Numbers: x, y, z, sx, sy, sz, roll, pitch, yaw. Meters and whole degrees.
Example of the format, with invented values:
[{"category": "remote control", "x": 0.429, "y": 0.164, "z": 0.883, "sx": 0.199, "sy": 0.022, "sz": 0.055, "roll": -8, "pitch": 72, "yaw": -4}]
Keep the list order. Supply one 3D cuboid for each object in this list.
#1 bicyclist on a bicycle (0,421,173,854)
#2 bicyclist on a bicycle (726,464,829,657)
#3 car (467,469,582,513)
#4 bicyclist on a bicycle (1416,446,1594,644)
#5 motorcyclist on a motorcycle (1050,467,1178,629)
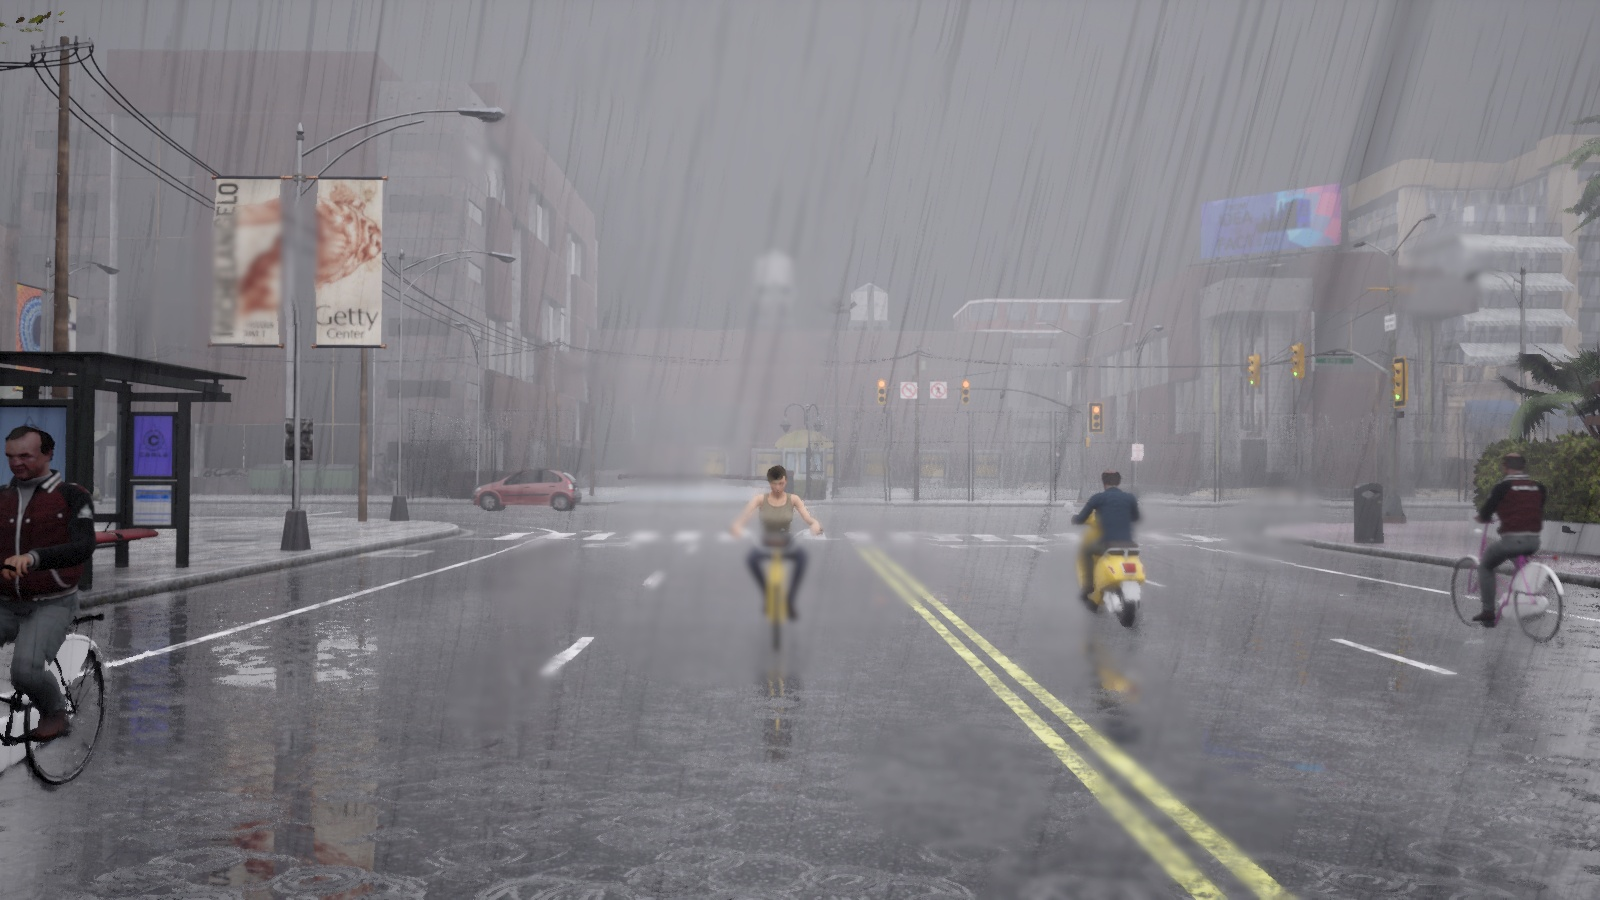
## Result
[{"category": "bicyclist on a bicycle", "x": -3.621, "y": 0.793, "z": 5.662, "sx": 0.659, "sy": 1.776, "sz": 1.843, "roll": 0, "pitch": -2, "yaw": -1}, {"category": "bicyclist on a bicycle", "x": -0.197, "y": 0.942, "z": 11.332, "sx": 0.866, "sy": 1.612, "sz": 1.509, "roll": 0, "pitch": -1, "yaw": -1}, {"category": "car", "x": -10.507, "y": 1.560, "z": 48.051, "sx": 3.988, "sy": 1.617, "sz": 1.851, "roll": 0, "pitch": -1, "yaw": -1}, {"category": "bicyclist on a bicycle", "x": 6.786, "y": 0.863, "z": 12.210, "sx": 0.659, "sy": 1.776, "sz": 1.843, "roll": 0, "pitch": -1, "yaw": -1}, {"category": "motorcyclist on a motorcycle", "x": 3.271, "y": 0.978, "z": 13.284, "sx": 0.866, "sy": 1.590, "sz": 1.817, "roll": 0, "pitch": -1, "yaw": -1}]
